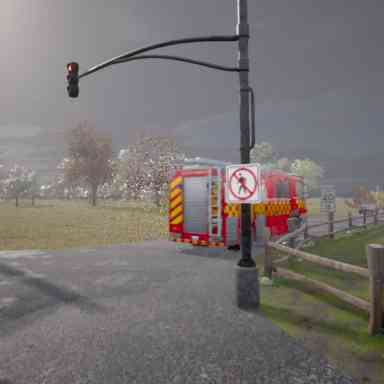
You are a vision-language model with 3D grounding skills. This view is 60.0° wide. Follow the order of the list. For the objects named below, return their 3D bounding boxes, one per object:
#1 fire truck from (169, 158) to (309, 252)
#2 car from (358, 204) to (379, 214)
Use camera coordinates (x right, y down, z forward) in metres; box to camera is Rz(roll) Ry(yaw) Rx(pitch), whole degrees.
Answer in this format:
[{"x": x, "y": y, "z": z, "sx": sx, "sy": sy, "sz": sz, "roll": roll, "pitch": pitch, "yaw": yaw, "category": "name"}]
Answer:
[{"x": 2.723, "y": 0.582, "z": 16.258, "sx": 2.891, "sy": 3.827, "sz": 8.468, "roll": -1, "pitch": -2, "yaw": 40, "category": "fire truck"}, {"x": 25.644, "y": 2.435, "z": 48.129, "sx": 2.033, "sy": 1.411, "sz": 5.357, "roll": -1, "pitch": -2, "yaw": 40, "category": "car"}]
